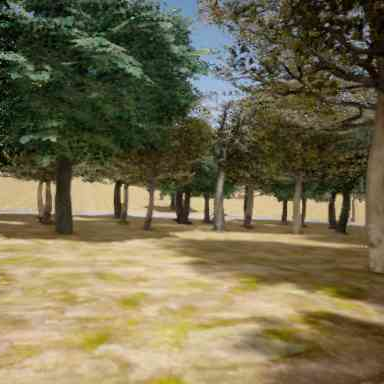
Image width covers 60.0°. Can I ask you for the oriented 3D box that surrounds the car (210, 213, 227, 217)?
[{"bbox_3d":[7.357,6.275,93.654,4.718,1.301,1.895,2,2,-21],"label":"car"}]
